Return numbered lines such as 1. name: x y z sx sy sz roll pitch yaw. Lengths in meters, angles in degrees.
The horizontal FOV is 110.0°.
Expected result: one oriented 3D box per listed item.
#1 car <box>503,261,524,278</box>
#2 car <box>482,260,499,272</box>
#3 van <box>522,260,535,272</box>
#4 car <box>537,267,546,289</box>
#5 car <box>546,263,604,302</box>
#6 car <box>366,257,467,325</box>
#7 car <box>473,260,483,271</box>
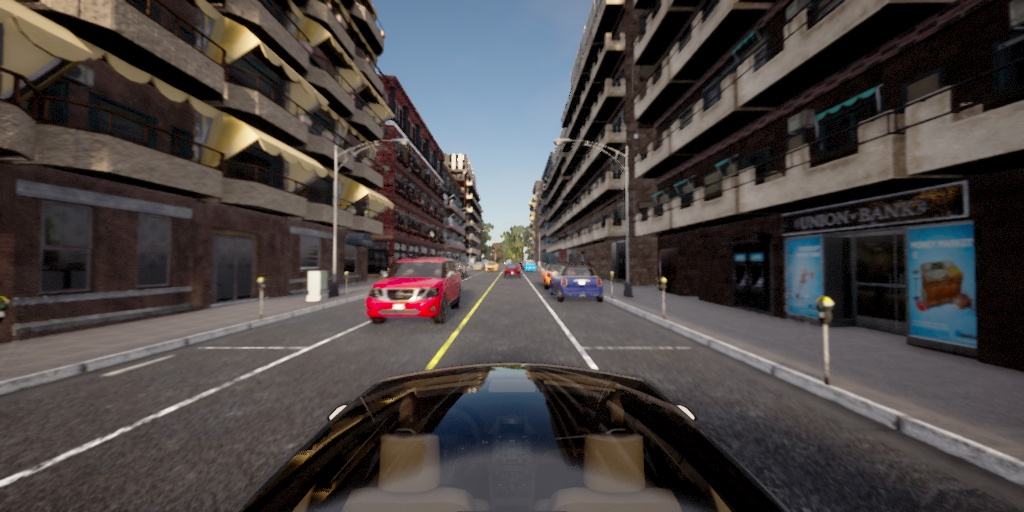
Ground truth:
1. car: 0.054 1.580 39.223 1.812 1.442 4.674 0 0 1
2. car: -3.047 1.658 54.781 1.882 1.535 5.008 0 0 0
3. van: 2.700 1.526 55.366 1.690 1.789 3.998 0 0 0
4. car: 3.114 1.291 25.089 2.097 1.767 4.553 0 0 0
5. car: 3.114 1.235 18.089 2.097 1.767 4.553 0 0 0
6. car: -3.100 1.059 12.585 2.150 2.045 5.566 0 0 0
7. car: -5.683 1.756 60.808 1.751 1.417 4.829 0 0 0
